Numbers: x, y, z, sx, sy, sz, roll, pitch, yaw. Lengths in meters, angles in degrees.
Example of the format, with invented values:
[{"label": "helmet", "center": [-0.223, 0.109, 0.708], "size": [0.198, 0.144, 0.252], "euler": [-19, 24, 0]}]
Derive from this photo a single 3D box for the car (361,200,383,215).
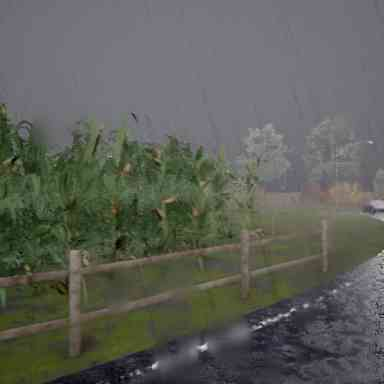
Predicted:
[{"label": "car", "center": [19.268, 1.581, 34.694], "size": [2.033, 1.411, 5.357], "euler": [0, 0, 12]}]
